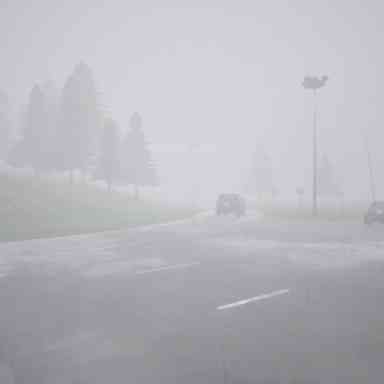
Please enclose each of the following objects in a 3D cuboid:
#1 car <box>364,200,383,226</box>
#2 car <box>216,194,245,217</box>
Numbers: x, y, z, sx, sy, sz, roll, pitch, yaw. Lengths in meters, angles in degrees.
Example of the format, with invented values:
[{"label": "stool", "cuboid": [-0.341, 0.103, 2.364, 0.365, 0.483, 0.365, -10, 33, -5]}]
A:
[{"label": "car", "cuboid": [13.332, 1.309, 21.858, 4.553, 1.767, 2.097, 0, 0, -36]}, {"label": "car", "cuboid": [3.617, 1.183, 30.717, 2.150, 2.045, 5.566, 0, 0, 15]}]
